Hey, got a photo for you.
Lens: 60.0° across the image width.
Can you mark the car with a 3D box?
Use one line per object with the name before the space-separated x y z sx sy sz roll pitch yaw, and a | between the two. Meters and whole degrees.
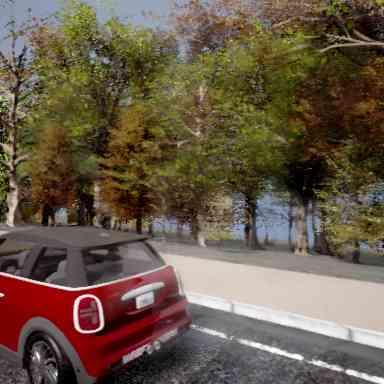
car | -2.304 1.354 5.327 4.553 1.767 2.097 0 0 35
